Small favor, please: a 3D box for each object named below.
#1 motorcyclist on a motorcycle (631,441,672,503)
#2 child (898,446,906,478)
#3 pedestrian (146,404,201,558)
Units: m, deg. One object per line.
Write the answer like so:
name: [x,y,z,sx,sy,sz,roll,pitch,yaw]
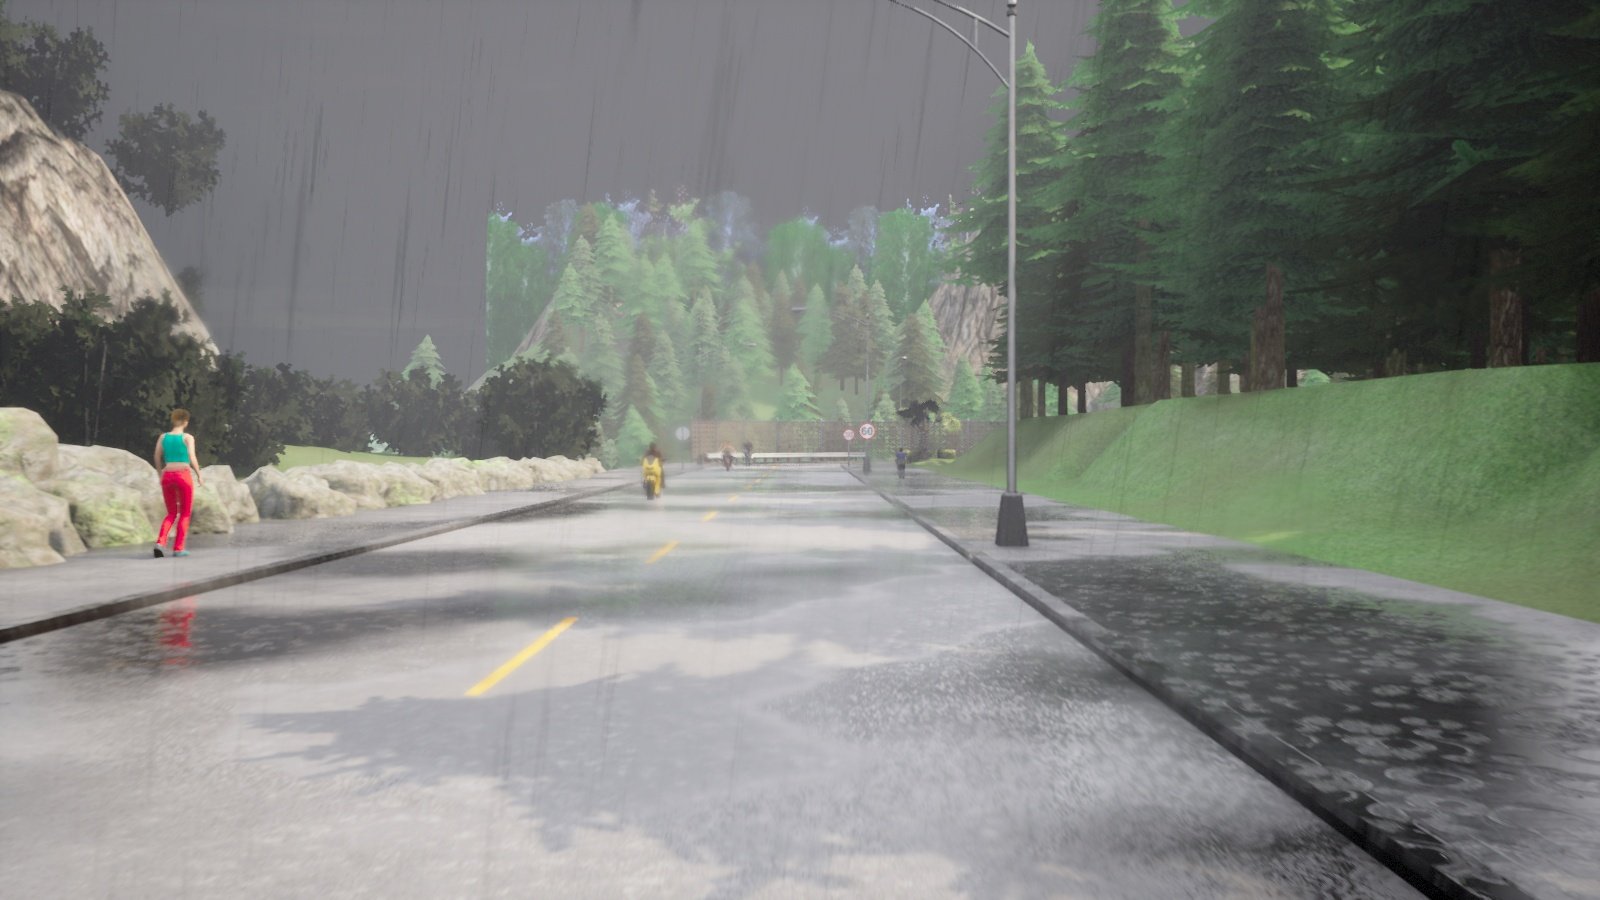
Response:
motorcyclist on a motorcycle: [-3.799,0.543,32.283,0.797,1.523,2.044,0,0,0]
child: [3.946,0.463,48.688,0.270,1.263,0.437,0,0,1]
pedestrian: [-7.613,0.364,15.278,0.345,1.836,0.594,0,0,3]
